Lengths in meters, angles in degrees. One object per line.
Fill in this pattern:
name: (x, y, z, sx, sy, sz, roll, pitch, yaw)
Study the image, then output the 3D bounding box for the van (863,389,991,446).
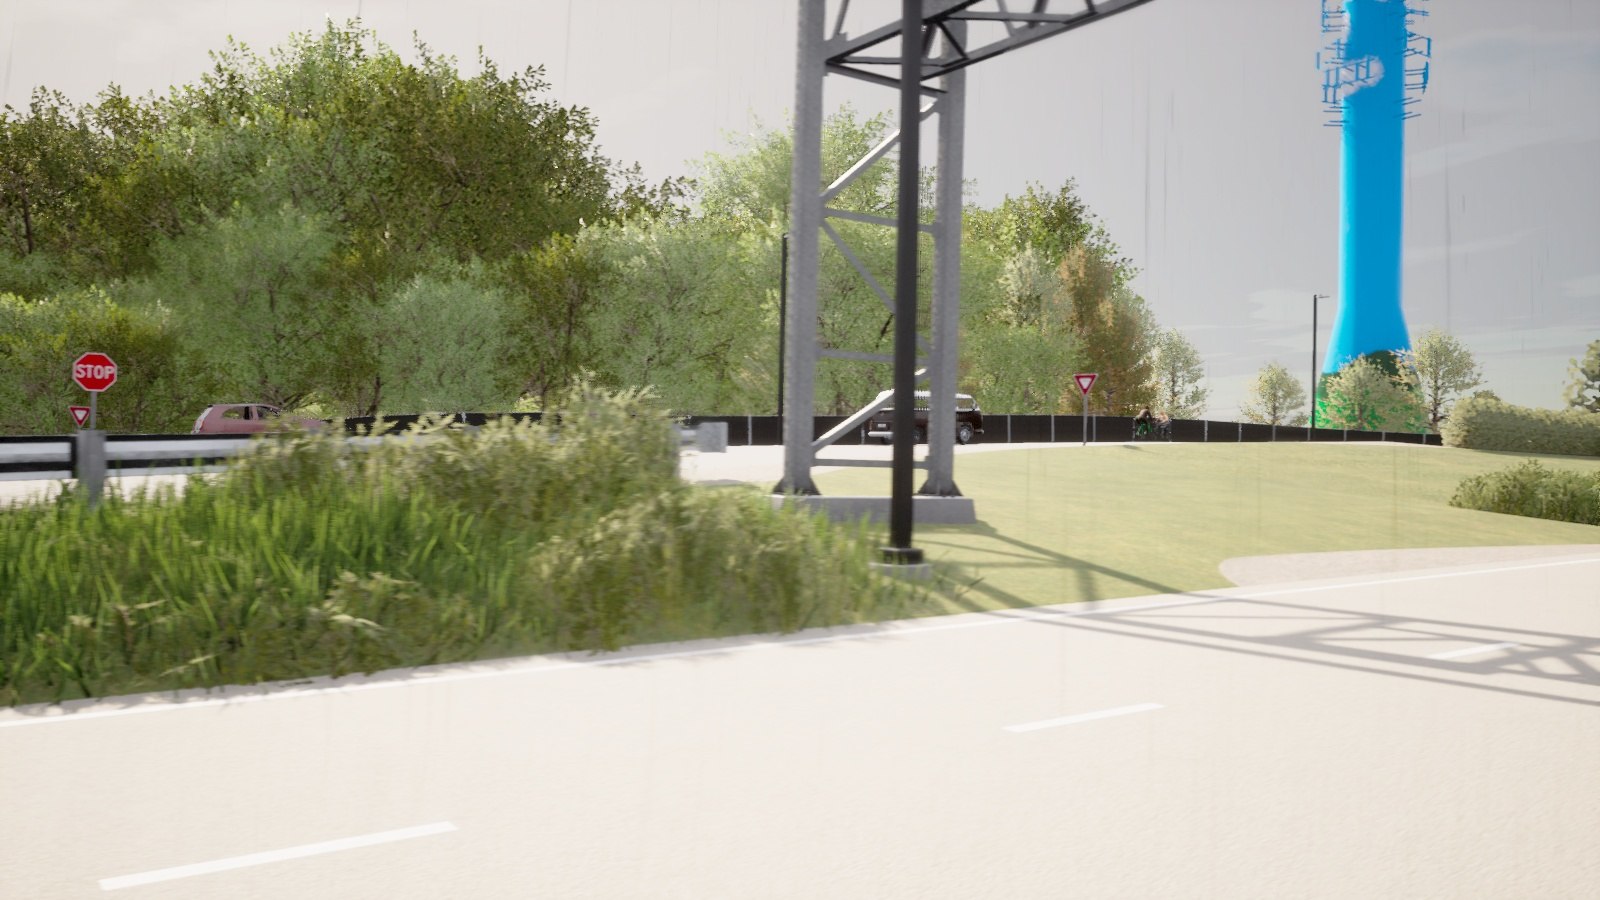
van: (4.770, -1.203, 46.935, 4.480, 2.038, 2.069, -1, 1, -35)

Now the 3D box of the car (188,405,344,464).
car: (-14.678, -0.445, 34.540, 3.633, 1.501, 1.845, -2, 1, -34)
